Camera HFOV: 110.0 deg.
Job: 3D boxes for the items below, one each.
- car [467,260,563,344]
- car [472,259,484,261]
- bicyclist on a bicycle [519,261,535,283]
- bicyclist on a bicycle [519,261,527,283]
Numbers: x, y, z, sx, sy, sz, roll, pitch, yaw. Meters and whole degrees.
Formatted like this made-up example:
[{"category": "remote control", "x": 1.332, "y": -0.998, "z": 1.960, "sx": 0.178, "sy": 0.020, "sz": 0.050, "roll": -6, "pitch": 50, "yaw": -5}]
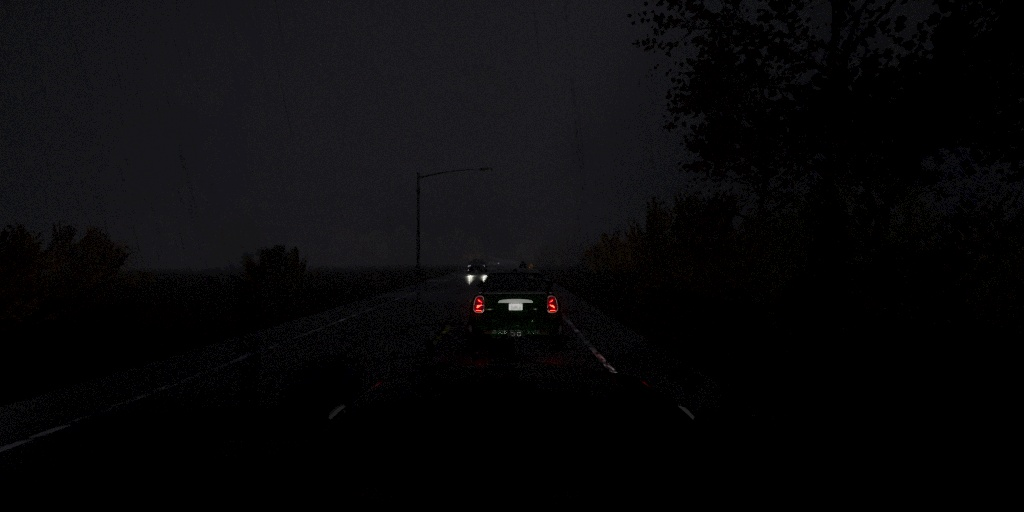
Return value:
[{"category": "car", "x": 0.070, "y": 1.099, "z": 9.735, "sx": 2.097, "sy": 1.767, "sz": 4.553, "roll": 0, "pitch": 0, "yaw": 0}, {"category": "car", "x": -3.854, "y": 1.090, "z": 40.681, "sx": 2.097, "sy": 1.767, "sz": 4.553, "roll": 0, "pitch": 0, "yaw": -1}, {"category": "bicyclist on a bicycle", "x": 0.899, "y": 1.181, "z": 17.079, "sx": 0.866, "sy": 1.612, "sz": 1.509, "roll": 0, "pitch": 0, "yaw": 0}, {"category": "bicyclist on a bicycle", "x": 0.833, "y": 1.193, "z": 27.196, "sx": 0.582, "sy": 1.620, "sz": 1.656, "roll": 0, "pitch": 0, "yaw": 0}]
